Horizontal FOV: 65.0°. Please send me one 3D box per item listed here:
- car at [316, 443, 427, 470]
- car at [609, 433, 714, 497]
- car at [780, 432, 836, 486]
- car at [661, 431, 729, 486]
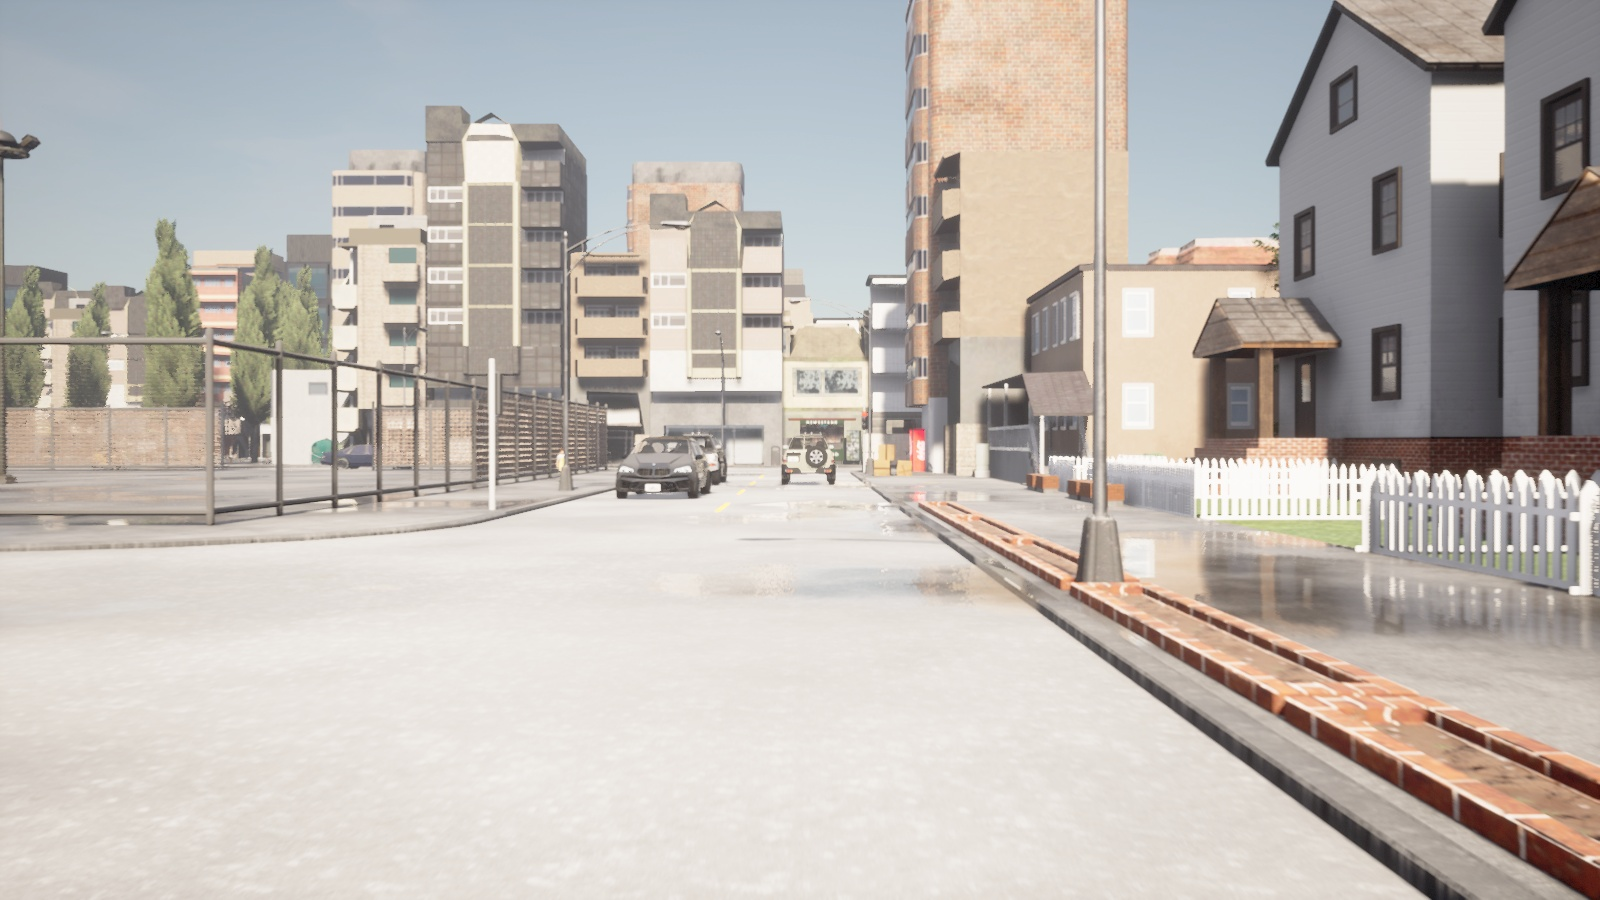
[{"bbox_3d":[-23.301,0.350,68.448,5.357,1.411,2.033,0,0,1],"label":"car"},{"bbox_3d":[-3.727,0.372,34.705,2.242,1.667,4.611,0,0,2],"label":"car"},{"bbox_3d":[0.297,0.281,45.485,1.932,1.855,4.605,0,0,0],"label":"car"},{"bbox_3d":[-3.688,0.283,44.680,1.932,1.855,4.605,0,0,1],"label":"car"}]
